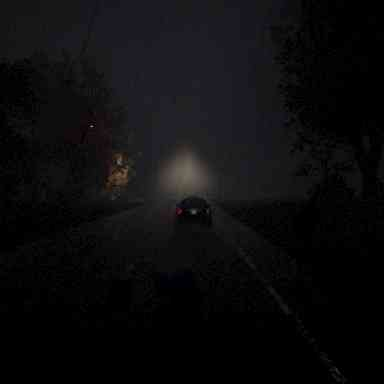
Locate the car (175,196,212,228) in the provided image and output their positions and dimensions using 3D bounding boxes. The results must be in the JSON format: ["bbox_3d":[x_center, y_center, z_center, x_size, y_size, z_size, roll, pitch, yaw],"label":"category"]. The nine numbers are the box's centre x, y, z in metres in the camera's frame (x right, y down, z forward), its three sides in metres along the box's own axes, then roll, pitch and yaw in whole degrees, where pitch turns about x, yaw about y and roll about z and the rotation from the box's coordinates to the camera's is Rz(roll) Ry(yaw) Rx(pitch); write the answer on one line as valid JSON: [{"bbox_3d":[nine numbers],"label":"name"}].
[{"bbox_3d":[0.101,1.124,20.468,2.097,1.767,4.553,0,1,0],"label":"car"}]

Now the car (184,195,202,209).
[{"bbox_3d":[0.105,1.139,39.317,2.033,1.411,5.357,0,1,0],"label":"car"}]
